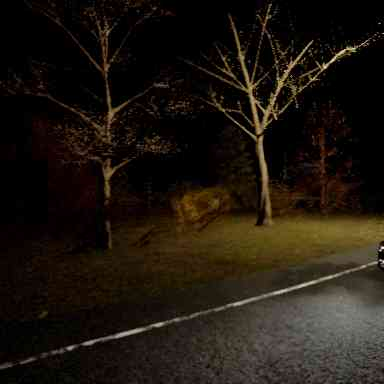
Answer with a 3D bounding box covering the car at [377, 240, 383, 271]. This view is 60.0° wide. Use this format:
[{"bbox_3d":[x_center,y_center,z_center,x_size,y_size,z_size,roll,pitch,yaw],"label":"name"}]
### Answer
[{"bbox_3d":[7.133,1.490,9.641,4.902,1.511,2.128,0,0,-40],"label":"car"}]
